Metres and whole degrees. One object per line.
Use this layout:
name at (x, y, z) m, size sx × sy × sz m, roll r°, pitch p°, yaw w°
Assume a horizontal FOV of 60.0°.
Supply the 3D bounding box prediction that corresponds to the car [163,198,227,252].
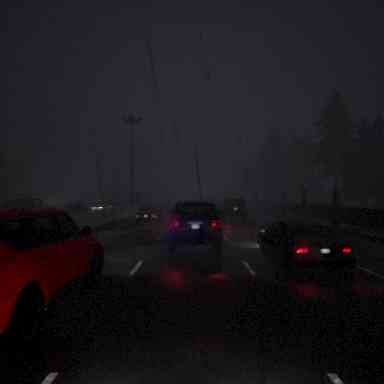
car at (0.128, 1.384, 14.892) m, size 2.150 × 2.045 × 5.566 m, roll 0°, pitch 0°, yaw 0°

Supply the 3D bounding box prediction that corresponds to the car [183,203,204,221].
car at (0.165, 1.845, 31.597) m, size 1.837 × 1.490 × 4.892 m, roll 0°, pitch -1°, yaw 0°

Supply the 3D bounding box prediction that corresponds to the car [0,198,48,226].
car at (-14.046, 1.507, 27.162) m, size 2.150 × 2.045 × 5.566 m, roll 0°, pitch -1°, yaw 0°

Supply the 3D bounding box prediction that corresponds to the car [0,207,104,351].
car at (-3.400, 1.290, 6.440) m, size 2.150 × 2.045 × 5.566 m, roll 0°, pitch -1°, yaw 1°

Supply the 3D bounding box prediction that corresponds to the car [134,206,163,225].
car at (-3.348, 1.832, 26.644) m, size 2.033 × 1.411 × 5.357 m, roll 0°, pitch -1°, yaw 0°

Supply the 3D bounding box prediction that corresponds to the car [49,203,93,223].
car at (-10.559, 1.803, 29.534) m, size 2.128 × 1.511 × 4.902 m, roll 0°, pitch -1°, yaw 0°

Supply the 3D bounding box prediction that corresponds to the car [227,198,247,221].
car at (3.664, 1.553, 30.603) m, size 2.150 × 2.045 × 5.566 m, roll 0°, pitch -1°, yaw 0°

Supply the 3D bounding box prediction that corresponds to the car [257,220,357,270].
car at (3.618, 1.674, 11.503) m, size 2.033 × 1.411 × 5.357 m, roll 0°, pitch -1°, yaw 0°
